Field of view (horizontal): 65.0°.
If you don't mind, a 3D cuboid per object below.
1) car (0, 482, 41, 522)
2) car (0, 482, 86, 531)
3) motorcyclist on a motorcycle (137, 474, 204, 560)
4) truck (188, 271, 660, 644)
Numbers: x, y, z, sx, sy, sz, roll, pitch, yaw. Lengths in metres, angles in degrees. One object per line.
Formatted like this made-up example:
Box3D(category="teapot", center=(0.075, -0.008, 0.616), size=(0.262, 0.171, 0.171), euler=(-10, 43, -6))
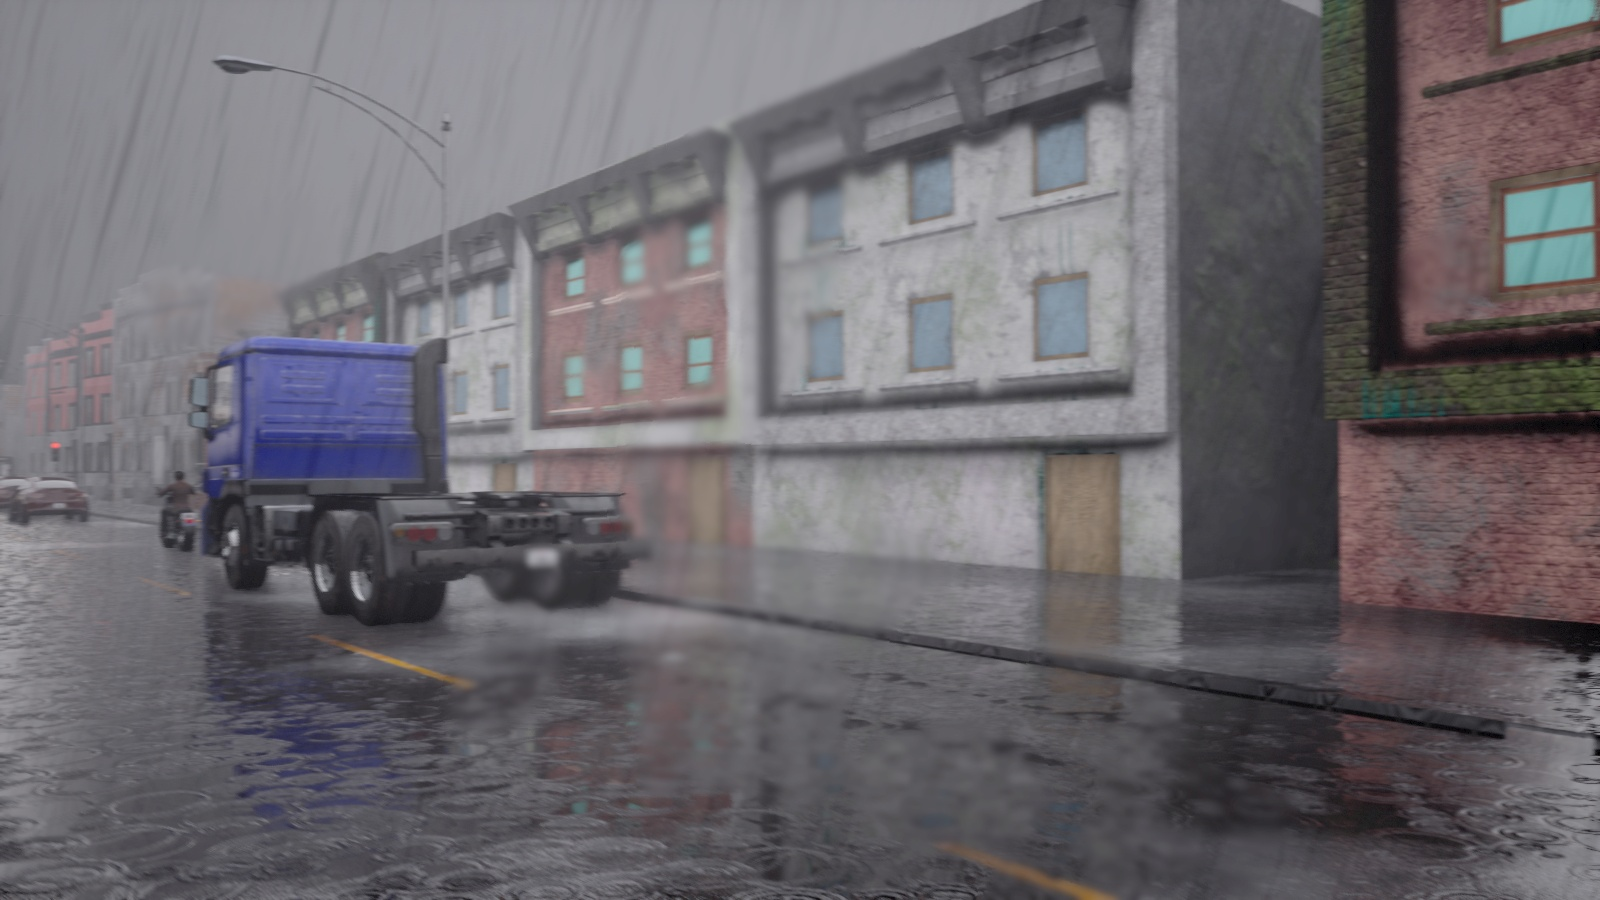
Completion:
Box3D(category="car", center=(-30.292, 1.959, 47.833), size=(1.812, 1.442, 4.674), euler=(0, -1, -38))
Box3D(category="car", center=(-24.258, 1.767, 40.142), size=(1.812, 1.442, 4.674), euler=(0, -1, -38))
Box3D(category="motorcyclist on a motorcycle", center=(-12.765, 1.325, 25.439), size=(0.766, 1.649, 2.350), euler=(0, -1, -38))
Box3D(category="truck", center=(-5.110, 0.149, 15.669), size=(2.891, 3.462, 7.936), euler=(0, -1, -38))
